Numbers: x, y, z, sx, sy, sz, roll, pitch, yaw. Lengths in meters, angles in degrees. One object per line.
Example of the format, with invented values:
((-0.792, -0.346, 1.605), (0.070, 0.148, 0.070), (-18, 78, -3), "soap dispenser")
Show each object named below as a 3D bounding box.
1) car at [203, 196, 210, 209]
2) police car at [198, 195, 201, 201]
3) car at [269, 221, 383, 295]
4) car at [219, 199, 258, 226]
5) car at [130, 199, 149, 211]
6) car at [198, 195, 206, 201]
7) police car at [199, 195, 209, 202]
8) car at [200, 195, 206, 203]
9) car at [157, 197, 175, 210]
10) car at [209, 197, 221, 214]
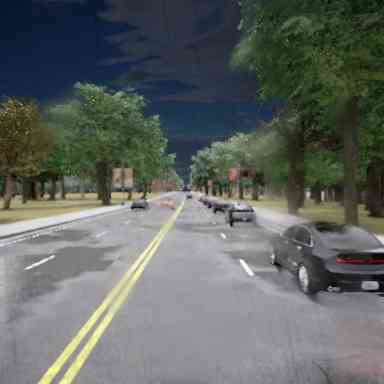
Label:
((3.153, 1.581, 47.048), (2.163, 1.488, 4.792), (0, 0, 0), "car")
((2.968, 1.583, 69.040), (2.038, 1.542, 4.974), (0, 0, -1), "police car")
((3.355, 1.518, 8.709), (1.837, 1.490, 4.892), (0, 0, 0), "car")
((3.344, 1.529, 23.454), (2.128, 1.511, 4.902), (0, 0, 0), "car")
((-6.664, 1.622, 43.149), (2.033, 1.411, 5.357), (0, 0, 0), "car")
((2.687, 1.517, 91.059), (1.882, 1.535, 5.008), (0, 0, -1), "car")
((2.839, 1.567, 80.050), (2.038, 1.542, 4.974), (0, 0, -1), "police car")
((3.072, 1.587, 58.059), (2.163, 1.488, 4.792), (0, 0, 0), "car")
((-3.411, 1.426, 43.740), (2.097, 1.767, 4.553), (0, 0, 0), "car")
((3.210, 1.539, 36.007), (1.882, 1.535, 5.008), (0, 0, 0), "car")
